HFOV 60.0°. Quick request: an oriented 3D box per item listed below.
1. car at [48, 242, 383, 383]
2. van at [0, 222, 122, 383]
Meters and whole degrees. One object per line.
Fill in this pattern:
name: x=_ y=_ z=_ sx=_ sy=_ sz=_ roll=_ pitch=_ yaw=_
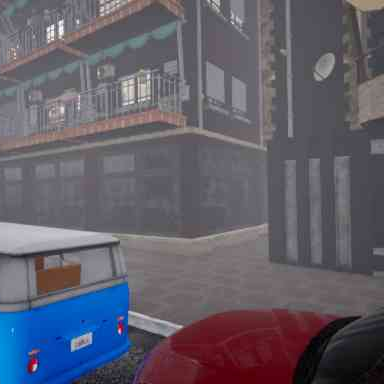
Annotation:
car: x=1.850 y=1.315 z=1.395 sx=5.009 sy=1.841 sz=2.192 roll=0 pitch=-1 yaw=35
van: x=-2.671 y=1.343 z=4.581 sx=3.998 sy=1.788 sz=1.690 roll=0 pitch=-1 yaw=35
